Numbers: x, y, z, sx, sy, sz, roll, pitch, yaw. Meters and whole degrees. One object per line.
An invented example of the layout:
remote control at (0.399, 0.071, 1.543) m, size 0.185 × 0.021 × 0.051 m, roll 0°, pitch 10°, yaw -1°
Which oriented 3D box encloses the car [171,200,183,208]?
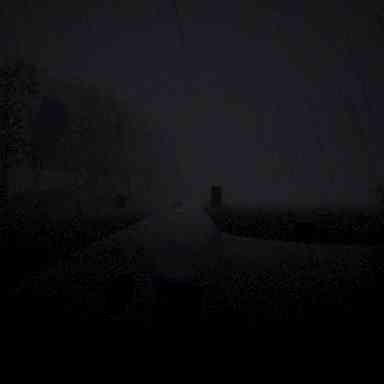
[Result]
car at (-2.781, 2.213, 62.263) m, size 1.994 × 1.385 × 4.181 m, roll 0°, pitch -1°, yaw 0°
